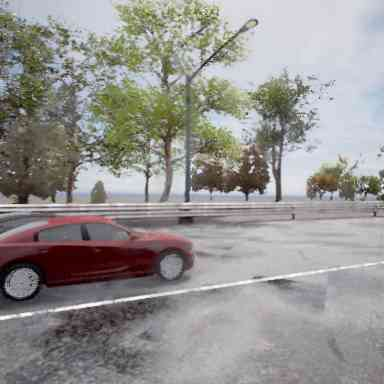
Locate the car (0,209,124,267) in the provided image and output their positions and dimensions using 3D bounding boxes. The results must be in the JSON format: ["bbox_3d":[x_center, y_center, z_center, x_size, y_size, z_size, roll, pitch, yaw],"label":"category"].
[{"bbox_3d":[-4.676,1.336,10.363,4.674,1.442,1.812,1,0,-28],"label":"car"}]

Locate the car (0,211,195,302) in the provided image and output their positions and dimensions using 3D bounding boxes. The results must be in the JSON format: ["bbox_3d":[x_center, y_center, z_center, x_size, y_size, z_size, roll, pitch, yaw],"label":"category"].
[{"bbox_3d":[-2.319,1.290,7.655,5.008,1.535,1.882,1,0,-28],"label":"car"}]
